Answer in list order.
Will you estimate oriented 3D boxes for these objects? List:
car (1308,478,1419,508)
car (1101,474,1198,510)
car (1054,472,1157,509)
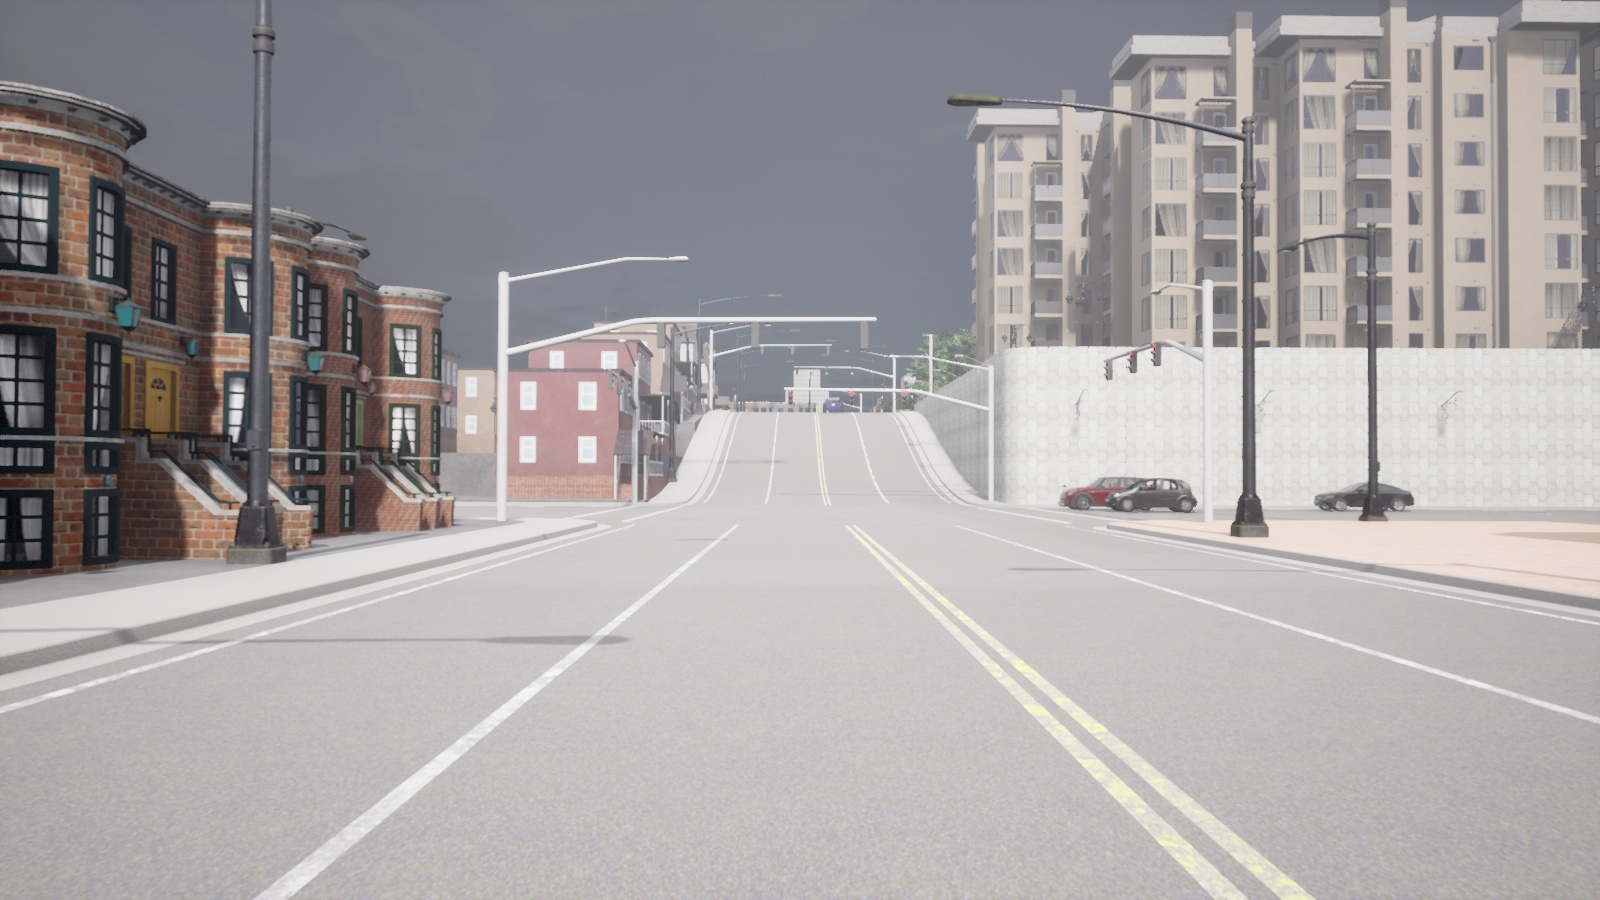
[{"bbox_3d":[27.810,2.100,62.045,4.674,1.442,1.812,0,-1,0],"label":"car"},{"bbox_3d":[16.258,1.942,58.558,3.988,1.617,1.851,0,-1,0],"label":"car"},{"bbox_3d":[15.063,1.984,62.059,4.553,1.767,2.097,0,-1,0],"label":"car"}]
